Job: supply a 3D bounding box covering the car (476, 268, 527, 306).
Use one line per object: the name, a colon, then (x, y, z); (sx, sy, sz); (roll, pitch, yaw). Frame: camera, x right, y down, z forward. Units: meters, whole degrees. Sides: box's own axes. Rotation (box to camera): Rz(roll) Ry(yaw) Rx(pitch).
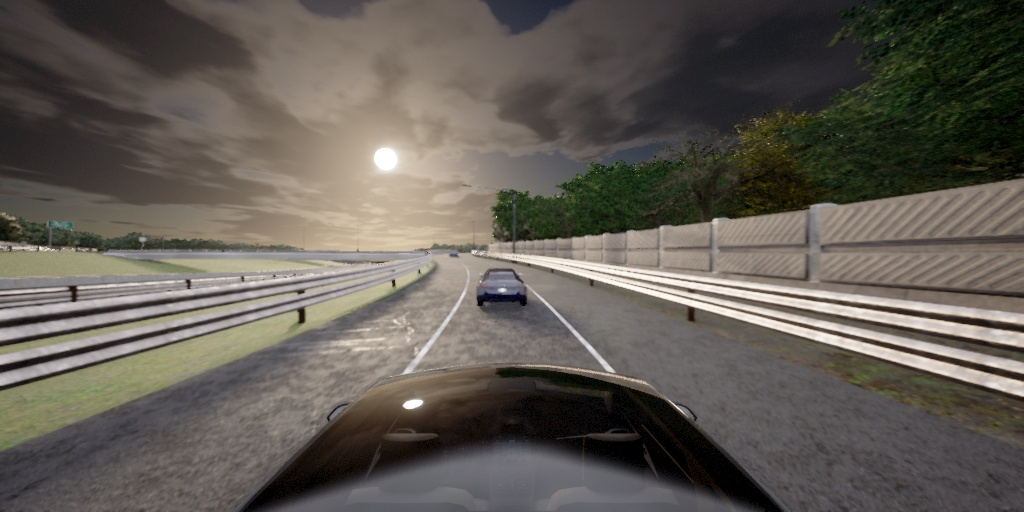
car: (-0.489, 1.203, 15.299); (1.994, 1.385, 4.181); (0, 1, -4)
